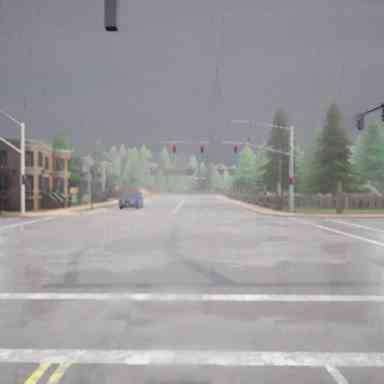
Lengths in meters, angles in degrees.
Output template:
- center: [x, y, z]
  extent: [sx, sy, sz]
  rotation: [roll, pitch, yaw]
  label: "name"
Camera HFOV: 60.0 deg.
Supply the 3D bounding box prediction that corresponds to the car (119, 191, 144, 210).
- center: [-7.006, 0.963, 38.829]
  extent: [2.150, 2.045, 5.566]
  rotation: [0, 1, 0]
  label: "car"
